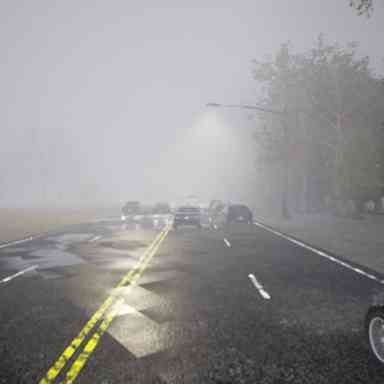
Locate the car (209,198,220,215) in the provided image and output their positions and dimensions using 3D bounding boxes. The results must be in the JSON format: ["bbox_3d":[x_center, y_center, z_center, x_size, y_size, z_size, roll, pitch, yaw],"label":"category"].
[{"bbox_3d":[3.268,1.686,35.629,2.128,1.511,4.902,1,-2,0],"label":"car"}]

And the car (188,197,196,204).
[{"bbox_3d":[0.037,1.946,78.959,1.882,1.535,5.008,0,0,0],"label":"car"}]

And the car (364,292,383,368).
[{"bbox_3d":[3.260,1.516,2.613,1.812,1.442,4.674,1,1,0],"label":"car"}]

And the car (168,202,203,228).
[{"bbox_3d":[-0.240,1.694,23.470,2.033,1.411,5.357,0,0,2],"label":"car"}]

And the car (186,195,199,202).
[{"bbox_3d":[0.108,1.545,66.379,2.150,2.045,5.566,-1,1,0],"label":"car"}]

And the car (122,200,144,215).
[{"bbox_3d":[-6.581,1.738,37.286,1.837,1.490,4.892,0,0,0],"label":"car"}]

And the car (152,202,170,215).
[{"bbox_3d":[-3.331,1.798,37.398,1.994,1.385,4.181,0,0,0],"label":"car"}]

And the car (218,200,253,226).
[{"bbox_3d":[3.247,1.614,24.621,1.882,1.535,5.008,-1,0,0],"label":"car"}]
